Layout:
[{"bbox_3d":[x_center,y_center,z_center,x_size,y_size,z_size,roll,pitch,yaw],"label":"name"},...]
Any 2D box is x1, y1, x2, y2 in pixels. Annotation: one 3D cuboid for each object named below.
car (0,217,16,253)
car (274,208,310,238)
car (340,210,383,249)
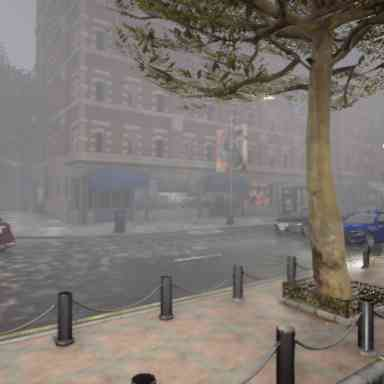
[{"bbox_3d":[-8.696,1.347,11.381,4.553,1.767,2.097,0,0,-1],"label":"car"},{"bbox_3d":[6.631,1.629,18.547,4.902,1.511,2.128,1,0,-35],"label":"car"},{"bbox_3d":[7.996,1.608,15.222,5.008,1.535,1.882,1,0,-35],"label":"car"}]
